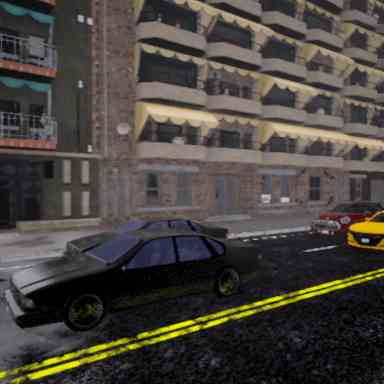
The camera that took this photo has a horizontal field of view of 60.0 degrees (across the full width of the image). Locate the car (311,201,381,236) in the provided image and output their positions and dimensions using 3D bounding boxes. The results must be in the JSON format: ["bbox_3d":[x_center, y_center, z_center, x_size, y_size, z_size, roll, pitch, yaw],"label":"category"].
[{"bbox_3d":[8.145,1.290,16.927,4.553,1.767,2.097,0,0,-33],"label":"car"}]

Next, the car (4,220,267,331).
[{"bbox_3d":[-0.821,1.527,6.986,5.357,1.411,2.033,0,0,-34],"label":"car"}]

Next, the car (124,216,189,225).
[{"bbox_3d":[-1.182,1.517,10.672,5.357,1.411,2.033,0,0,-34],"label":"car"}]

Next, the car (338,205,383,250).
[{"bbox_3d":[8.171,1.426,13.063,5.008,1.535,1.882,0,0,-33],"label":"car"}]
